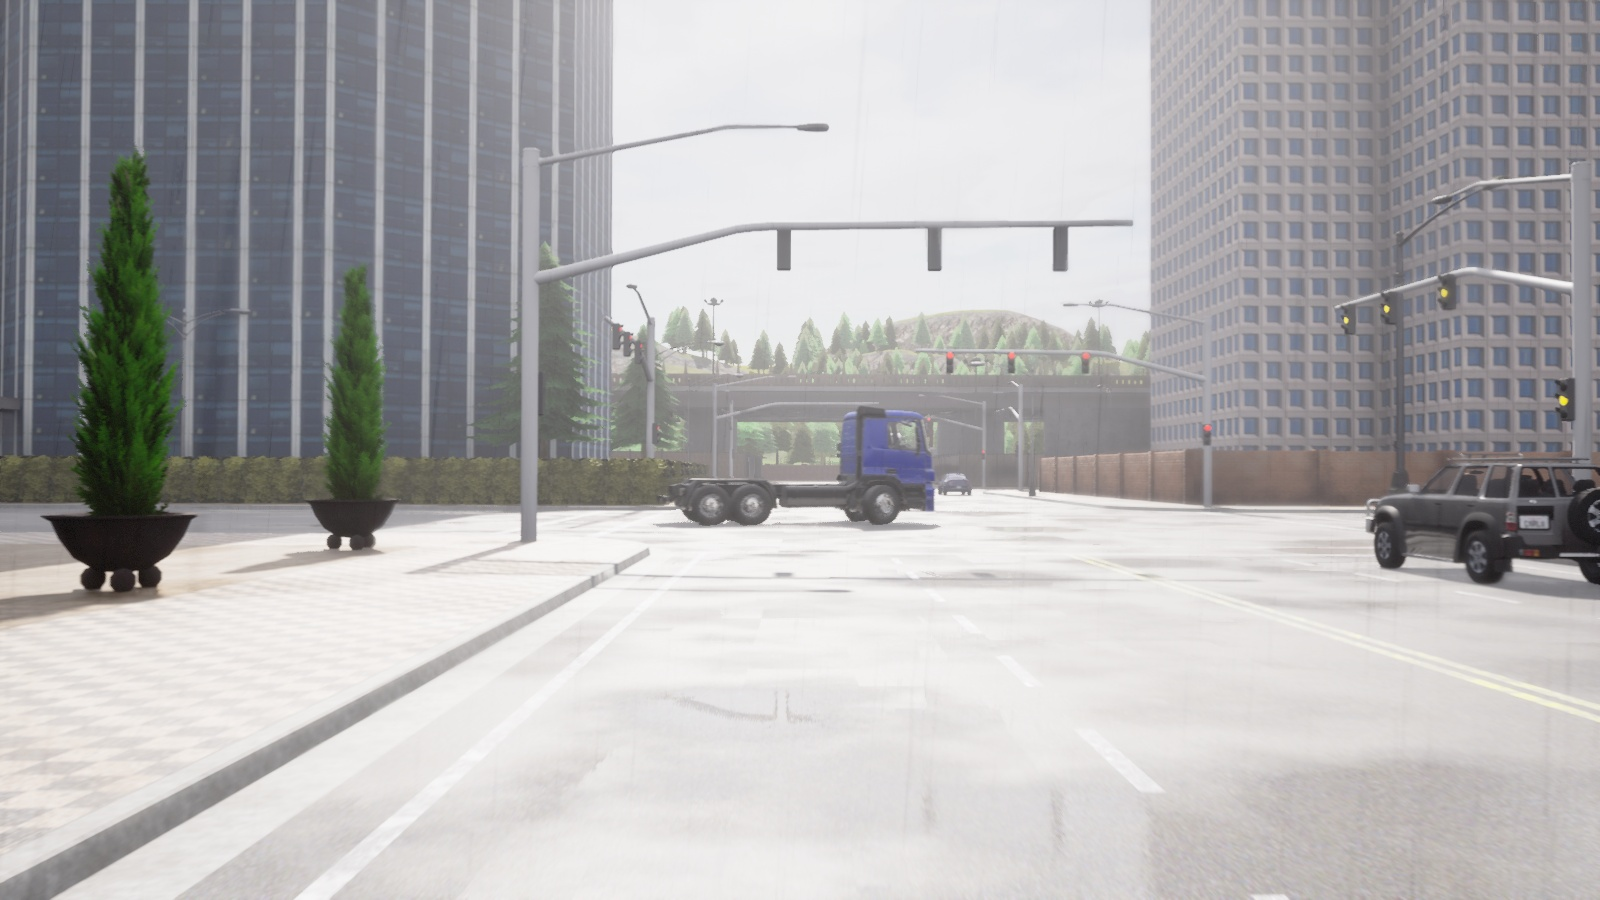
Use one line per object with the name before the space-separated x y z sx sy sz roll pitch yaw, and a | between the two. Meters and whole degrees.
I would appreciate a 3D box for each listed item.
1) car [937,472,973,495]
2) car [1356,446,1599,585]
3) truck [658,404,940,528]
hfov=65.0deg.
car | 10.297 2.199 83.602 1.812 1.442 4.674 0 -1 0
car | 10.451 0.909 19.112 1.932 1.855 4.605 0 -1 0
truck | -0.086 0.457 37.281 7.936 3.462 2.891 0 -1 -13
